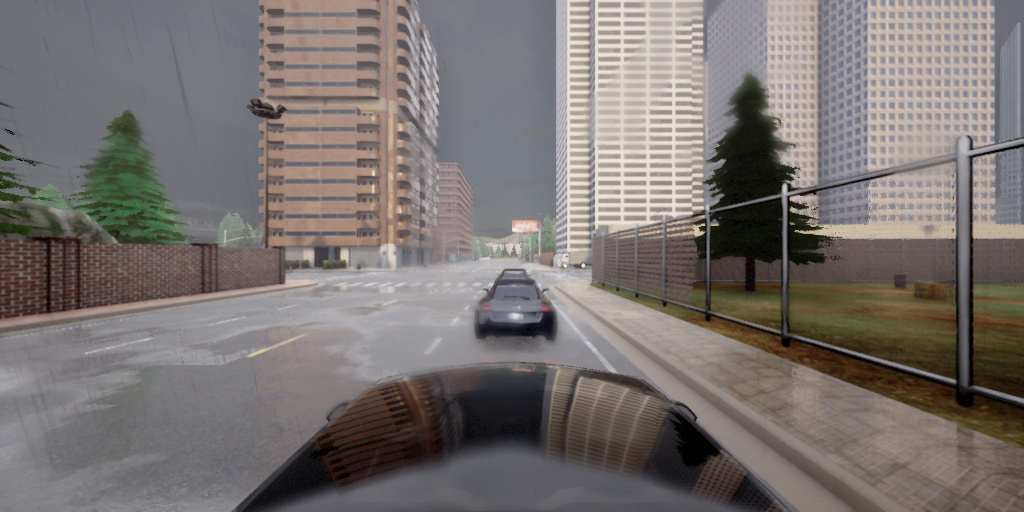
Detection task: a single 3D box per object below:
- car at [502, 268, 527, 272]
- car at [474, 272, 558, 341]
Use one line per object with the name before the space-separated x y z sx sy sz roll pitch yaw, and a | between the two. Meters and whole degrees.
car | 0.127 1.322 18.562 1.994 1.385 4.181 0 0 1
car | 0.098 1.314 9.911 1.994 1.385 4.181 0 0 0
